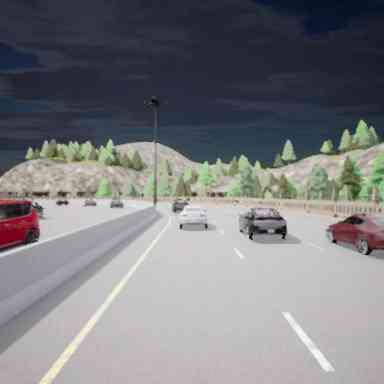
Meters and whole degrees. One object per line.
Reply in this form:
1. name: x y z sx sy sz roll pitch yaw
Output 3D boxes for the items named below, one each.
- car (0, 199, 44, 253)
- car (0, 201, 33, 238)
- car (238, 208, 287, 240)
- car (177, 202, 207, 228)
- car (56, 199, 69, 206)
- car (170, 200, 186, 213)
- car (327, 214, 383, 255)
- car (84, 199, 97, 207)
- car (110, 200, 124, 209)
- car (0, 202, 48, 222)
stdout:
1. car: -7.094 1.273 11.025 2.150 2.045 5.566 0 0 0
2. car: -10.625 1.440 17.756 2.097 1.767 4.553 0 0 0
3. car: 3.612 1.578 17.588 2.128 1.511 4.902 0 0 0
4. car: 0.069 1.642 23.056 1.812 1.442 4.674 0 0 -1
5. car: -26.428 2.111 67.887 1.895 1.301 4.718 0 -1 -30
6. car: -1.525 1.724 40.695 2.128 1.511 4.902 0 0 -9
7. car: 7.111 1.589 13.401 1.812 1.442 4.674 0 0 0
8. car: -18.276 1.982 59.730 1.994 1.385 4.181 0 -1 -23
9. car: -11.983 1.906 52.959 1.994 1.385 4.181 0 0 -18
10. car: -14.351 1.646 28.578 2.128 1.511 4.902 0 0 -4
